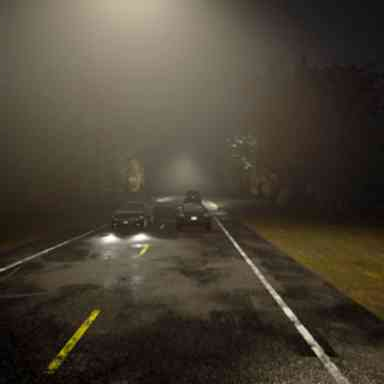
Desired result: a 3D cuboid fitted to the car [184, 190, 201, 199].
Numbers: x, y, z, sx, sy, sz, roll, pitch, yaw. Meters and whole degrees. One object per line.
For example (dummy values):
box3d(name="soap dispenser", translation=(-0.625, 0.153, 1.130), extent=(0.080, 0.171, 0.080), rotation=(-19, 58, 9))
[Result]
box3d(name="car", translation=(0.117, 0.753, 45.525), extent=(2.150, 2.045, 5.566), rotation=(0, 1, 0))

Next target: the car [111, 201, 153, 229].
box3d(name="car", translation=(-3.493, 1.305, 20.028), extent=(1.882, 1.535, 5.008), rotation=(0, 1, 0))

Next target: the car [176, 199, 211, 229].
box3d(name="car", translation=(0.108, 1.358, 19.921), extent=(1.994, 1.385, 4.181), rotation=(0, 1, 0))
